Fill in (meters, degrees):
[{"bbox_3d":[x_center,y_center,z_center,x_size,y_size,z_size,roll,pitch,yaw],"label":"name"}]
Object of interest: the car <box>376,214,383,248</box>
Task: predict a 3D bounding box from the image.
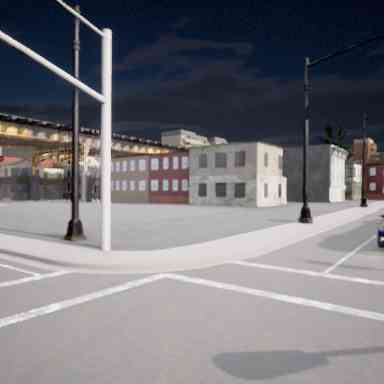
[{"bbox_3d":[8.988,1.307,13.587,2.097,1.767,4.553,0,1,37],"label":"car"}]
